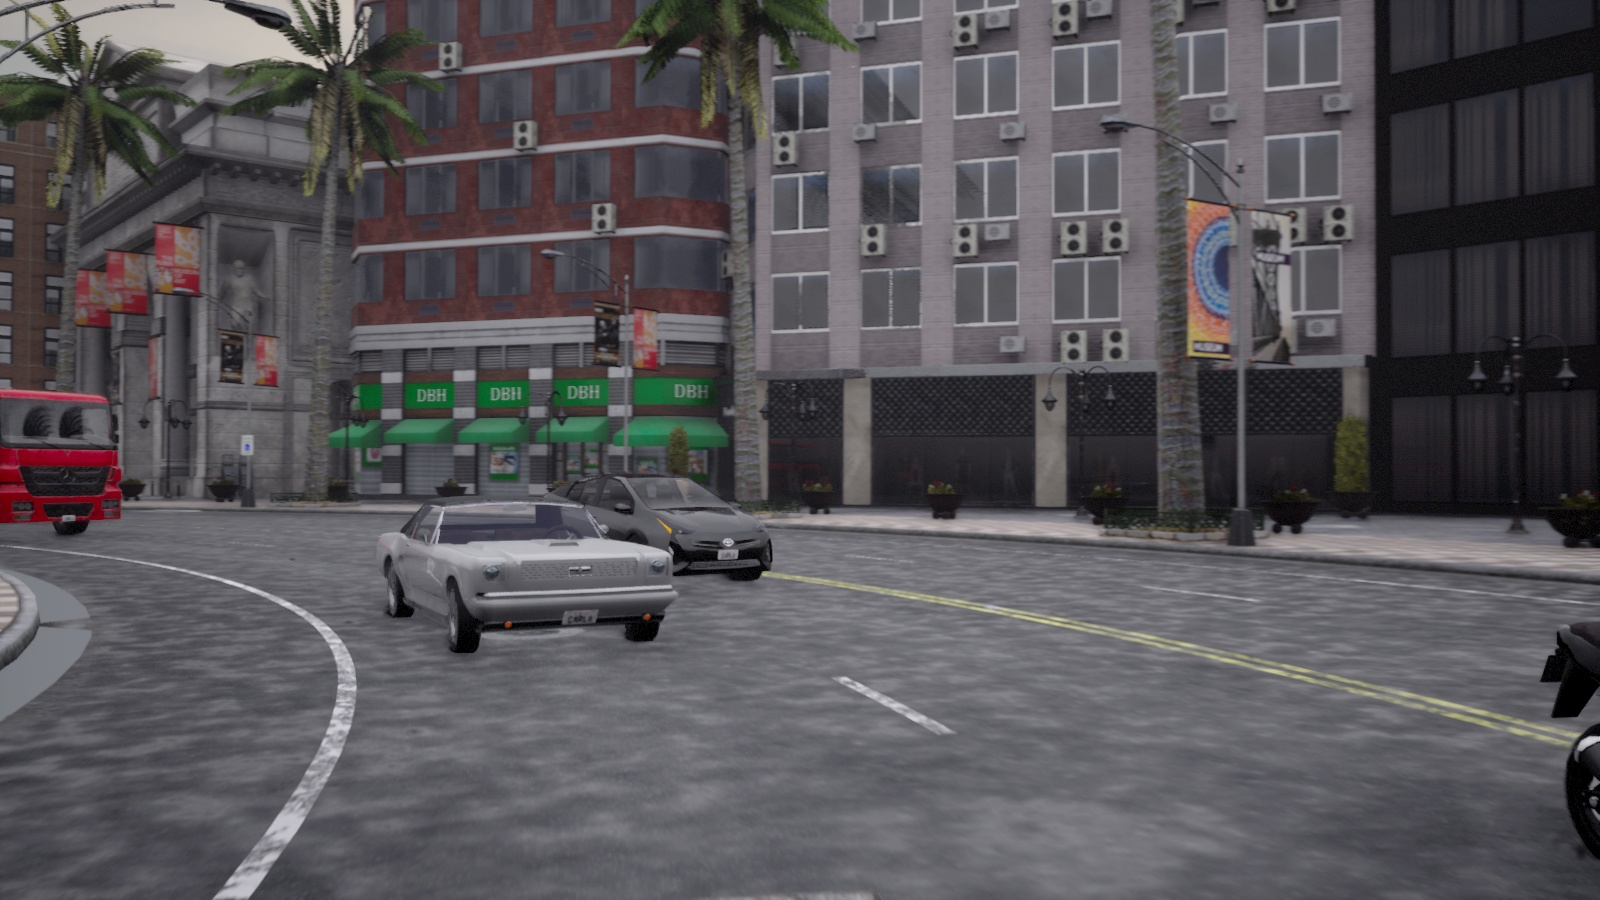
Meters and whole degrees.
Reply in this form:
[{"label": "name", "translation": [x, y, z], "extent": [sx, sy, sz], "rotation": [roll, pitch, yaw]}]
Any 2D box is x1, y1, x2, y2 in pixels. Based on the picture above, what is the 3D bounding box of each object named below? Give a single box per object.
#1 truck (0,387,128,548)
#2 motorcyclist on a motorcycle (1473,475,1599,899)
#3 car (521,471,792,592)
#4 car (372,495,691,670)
[{"label": "truck", "translation": [-20.014, 0.442, 29.903], "extent": [7.936, 3.462, 2.891], "rotation": [-1, -1, 25]}, {"label": "motorcyclist on a motorcycle", "translation": [3.269, 0.848, 4.093], "extent": [0.797, 1.523, 2.044], "rotation": [-1, -1, -9]}, {"label": "car", "translation": [-2.240, 1.082, 18.407], "extent": [2.007, 1.525, 4.514], "rotation": [0, -1, -35]}, {"label": "car", "translation": [-2.881, 1.140, 12.508], "extent": [1.895, 1.301, 4.718], "rotation": [0, -1, -28]}]
